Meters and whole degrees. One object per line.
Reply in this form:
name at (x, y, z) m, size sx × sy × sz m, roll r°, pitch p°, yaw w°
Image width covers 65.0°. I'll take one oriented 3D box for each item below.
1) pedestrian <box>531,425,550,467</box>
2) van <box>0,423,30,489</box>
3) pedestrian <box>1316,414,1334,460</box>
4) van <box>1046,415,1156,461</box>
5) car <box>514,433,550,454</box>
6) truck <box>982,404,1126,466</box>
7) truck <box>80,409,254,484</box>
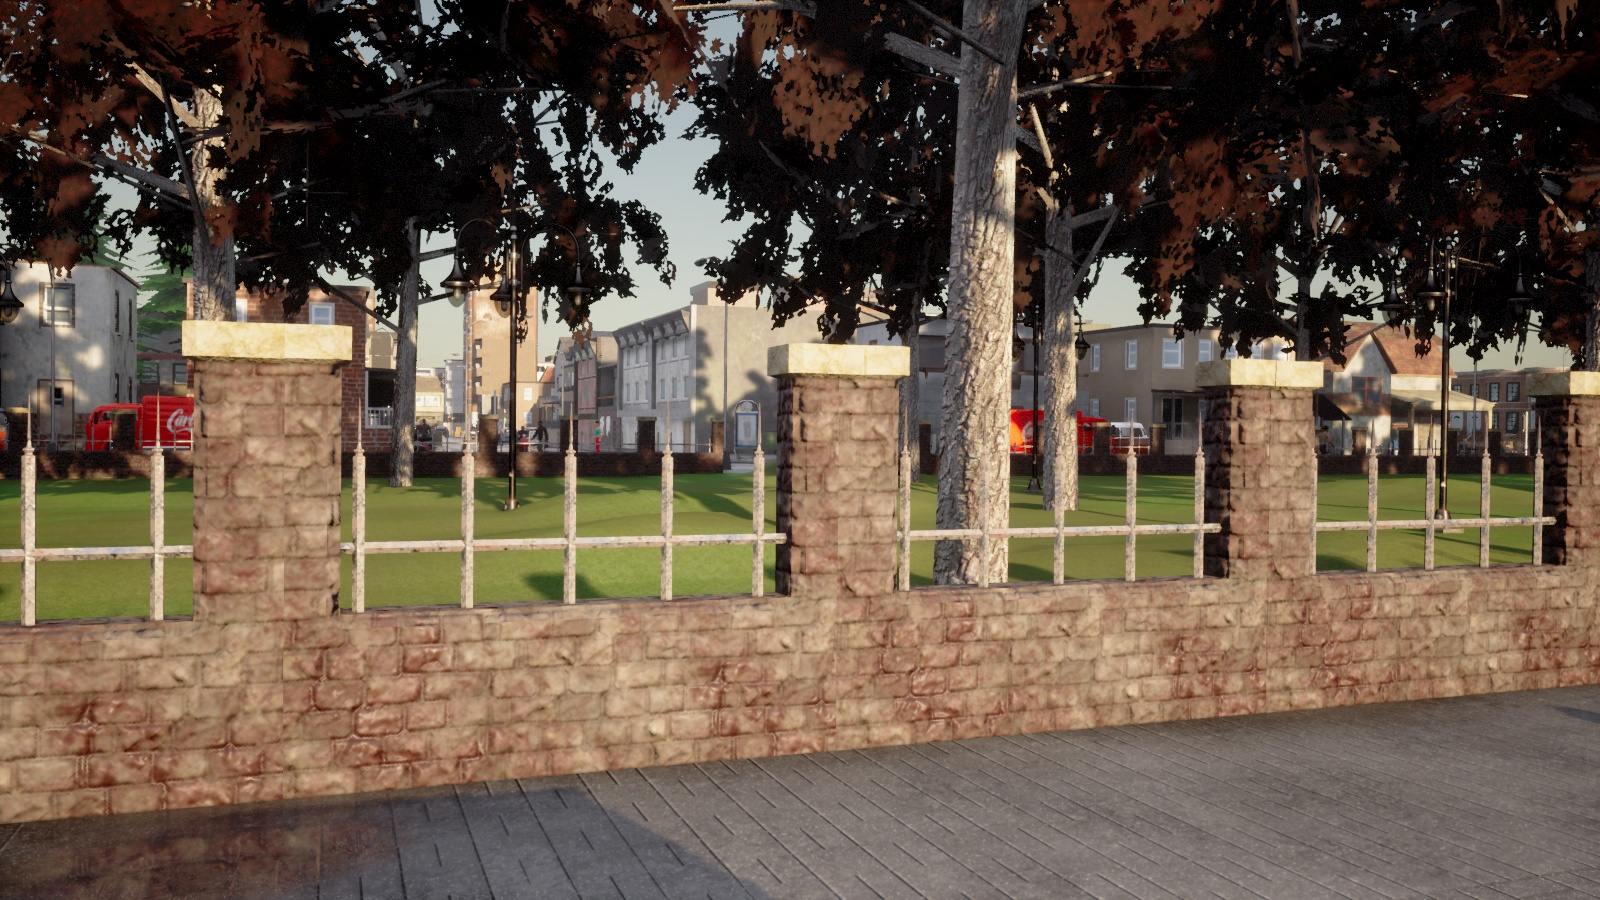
pedestrian at (-11.522, -0.195, 55.744) m, size 0.431 × 1.840 × 0.703 m, roll 0°, pitch 1°, yaw 39°
van at (-26.089, 0.215, 38.033) m, size 4.442 × 1.987 × 1.775 m, roll -1°, pitch 1°, yaw -21°
pedestrian at (20.974, -0.535, 50.162) m, size 0.594 × 1.836 × 0.345 m, roll -1°, pitch 1°, yaw -21°
van at (13.751, -0.562, 57.438) m, size 4.480 × 2.038 × 2.069 m, roll -1°, pitch 1°, yaw -21°
car at (-19.166, -0.488, 89.632) m, size 1.970 × 1.475 × 3.806 m, roll -1°, pitch 1°, yaw -21°
truck at (10.465, -0.647, 51.941) m, size 5.204 × 2.467 × 2.627 m, roll -1°, pitch 1°, yaw -19°
truck at (-21.978, -0.165, 43.885) m, size 5.204 × 2.467 × 2.627 m, roll -1°, pitch 1°, yaw -22°
